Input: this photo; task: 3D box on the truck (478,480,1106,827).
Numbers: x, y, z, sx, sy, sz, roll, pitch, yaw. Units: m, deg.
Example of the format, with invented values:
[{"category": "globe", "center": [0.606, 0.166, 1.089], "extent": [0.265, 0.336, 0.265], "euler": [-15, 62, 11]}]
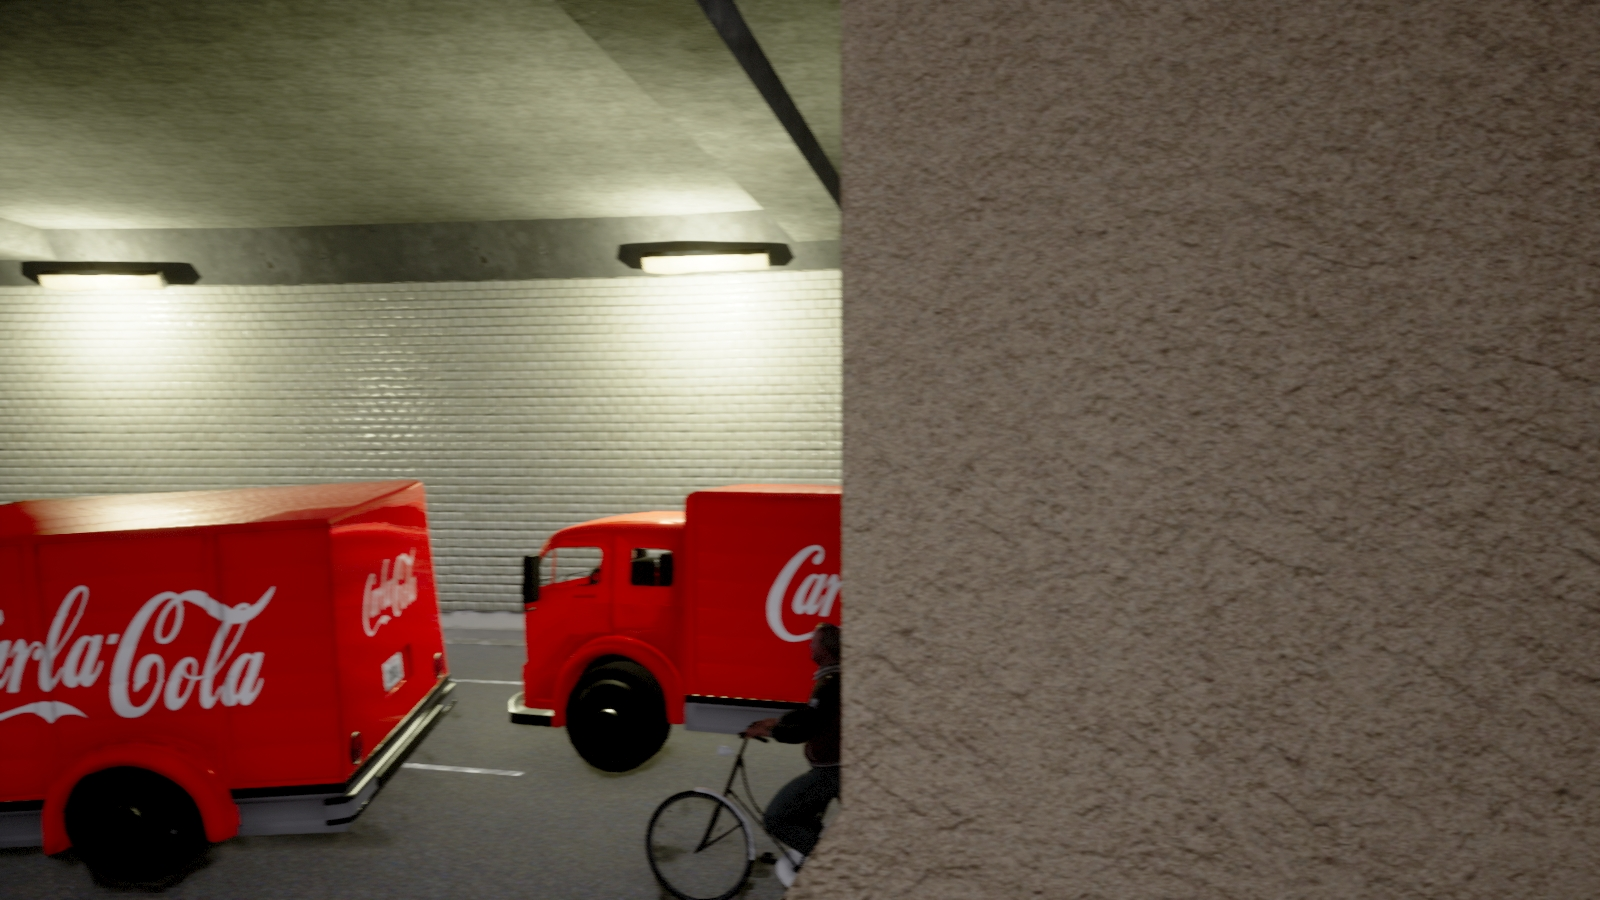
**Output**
[{"category": "truck", "center": [0.068, 1.561, 10.466], "extent": [5.204, 2.467, 2.627], "euler": [0, 0, 17]}]

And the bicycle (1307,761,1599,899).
[{"category": "bicycle", "center": [3.495, 2.228, 5.599], "extent": [1.835, 1.126, 0.329], "euler": [0, 0, 23]}]

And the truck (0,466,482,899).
[{"category": "truck", "center": [-5.433, 1.663, 8.537], "extent": [5.204, 2.467, 2.627], "euler": [-4, 6, 0]}]

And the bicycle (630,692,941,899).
[{"category": "bicycle", "center": [-0.102, 2.166, 6.823], "extent": [1.835, 1.251, 0.329], "euler": [0, 0, 17]}]
